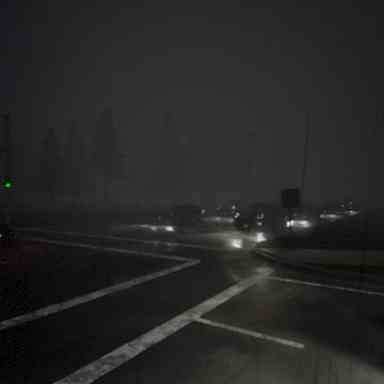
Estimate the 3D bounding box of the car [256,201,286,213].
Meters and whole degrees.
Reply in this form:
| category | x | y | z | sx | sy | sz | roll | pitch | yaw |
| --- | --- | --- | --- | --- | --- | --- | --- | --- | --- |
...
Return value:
| category | x | y | z | sx | sy | sz | roll | pitch | yaw |
| --- | --- | --- | --- | --- | --- | --- | --- | --- | --- |
| car | 9.727 | 1.757 | 40.630 | 1.895 | 1.301 | 4.718 | -1 | 0 | 36 |

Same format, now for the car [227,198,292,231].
| category | x | y | z | sx | sy | sz | roll | pitch | yaw |
| --- | --- | --- | --- | --- | --- | --- | --- | --- | --- |
| car | 4.513 | 1.440 | 21.656 | 2.097 | 1.767 | 4.553 | -1 | 0 | 36 |

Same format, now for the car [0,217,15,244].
| category | x | y | z | sx | sy | sz | roll | pitch | yaw |
| --- | --- | --- | --- | --- | --- | --- | --- | --- | --- |
| car | -10.034 | 1.696 | 15.446 | 4.674 | 1.442 | 1.812 | -1 | 0 | 35 |

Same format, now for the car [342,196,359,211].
| category | x | y | z | sx | sy | sz | roll | pitch | yaw |
| --- | --- | --- | --- | --- | --- | --- | --- | --- | --- |
| car | 19.931 | 1.439 | 42.702 | 2.097 | 1.767 | 4.553 | -1 | -1 | 36 |

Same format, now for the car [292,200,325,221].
| category | x | y | z | sx | sy | sz | roll | pitch | yaw |
| --- | --- | --- | --- | --- | --- | --- | --- | --- | --- |
| car | 9.596 | 1.651 | 28.609 | 1.994 | 1.385 | 4.181 | -1 | 0 | 37 |

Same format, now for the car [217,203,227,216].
| category | x | y | z | sx | sy | sz | roll | pitch | yaw |
| --- | --- | --- | --- | --- | --- | --- | --- | --- | --- |
| car | 4.411 | 1.509 | 33.378 | 2.097 | 1.767 | 4.553 | -1 | 0 | 36 |

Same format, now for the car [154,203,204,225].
| category | x | y | z | sx | sy | sz | roll | pitch | yaw |
| --- | --- | --- | --- | --- | --- | --- | --- | --- | --- |
| car | -0.915 | 1.663 | 26.097 | 1.837 | 1.490 | 4.892 | -1 | 0 | 36 |

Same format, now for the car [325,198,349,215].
| category | x | y | z | sx | sy | sz | roll | pitch | yaw |
| --- | --- | --- | --- | --- | --- | --- | --- | --- | --- |
| car | 15.055 | 1.634 | 36.065 | 2.033 | 1.411 | 5.357 | -1 | 0 | 36 |
